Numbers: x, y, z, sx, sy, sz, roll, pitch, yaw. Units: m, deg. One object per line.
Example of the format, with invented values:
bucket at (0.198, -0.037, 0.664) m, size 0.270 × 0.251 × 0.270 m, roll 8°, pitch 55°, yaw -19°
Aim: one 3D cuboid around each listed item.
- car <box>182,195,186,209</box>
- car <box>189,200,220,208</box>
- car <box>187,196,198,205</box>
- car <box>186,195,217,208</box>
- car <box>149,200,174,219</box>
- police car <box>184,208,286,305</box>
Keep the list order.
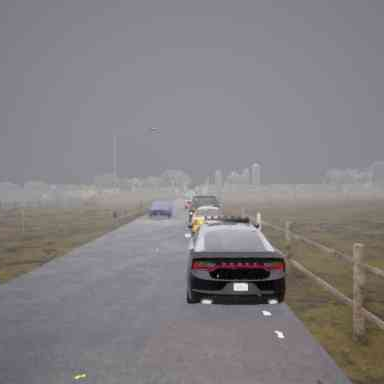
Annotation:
car at (0.113, 1.367, 45.425) m, size 2.097 × 1.767 × 4.553 m, roll 0°, pitch 0°, yaw 1°
car at (0.862, 1.457, 18.371) m, size 1.801 × 1.575 × 5.366 m, roll 0°, pitch 0°, yaw 0°
car at (0.119, 1.543, 58.431) m, size 1.812 × 1.442 × 4.674 m, roll 0°, pitch 0°, yaw 0°
car at (0.875, 1.228, 24.212) m, size 2.150 × 2.045 × 5.566 m, roll 0°, pitch 0°, yaw 0°
car at (-2.690, 1.483, 29.652) m, size 1.882 × 1.535 × 5.008 m, roll 0°, pitch 0°, yaw 0°
police car at (0.842, 1.425, 8.291) m, size 1.930 × 1.638 × 5.238 m, roll 0°, pitch 0°, yaw 0°
